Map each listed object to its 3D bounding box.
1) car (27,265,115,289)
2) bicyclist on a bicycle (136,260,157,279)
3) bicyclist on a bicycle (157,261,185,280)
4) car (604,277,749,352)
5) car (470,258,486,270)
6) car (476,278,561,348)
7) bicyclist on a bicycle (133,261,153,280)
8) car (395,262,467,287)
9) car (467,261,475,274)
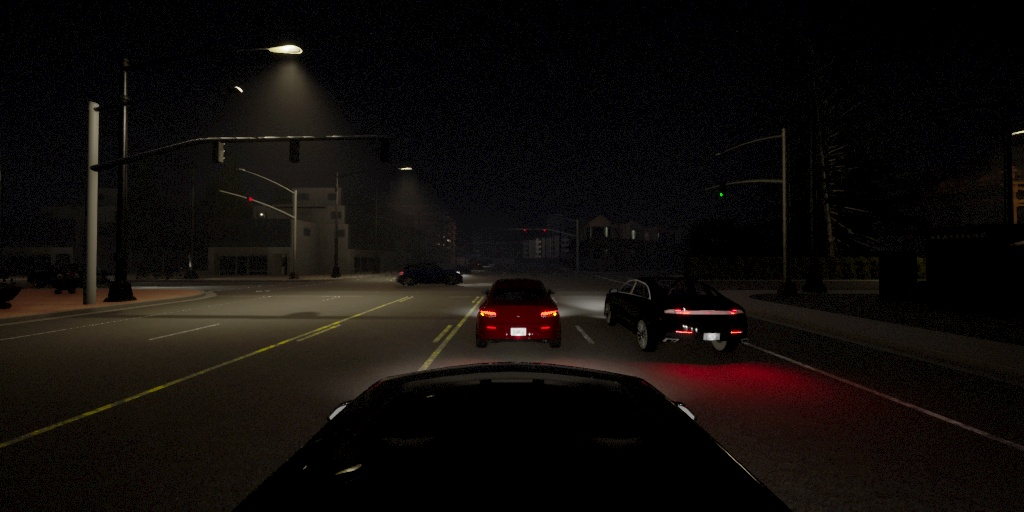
[{"bbox_3d":[-28.319,1.319,23.351,4.902,1.511,2.128,0,-1,1],"label":"car"},{"bbox_3d":[-31.232,1.176,31.240,1.656,1.620,0.582,19,9,-27],"label":"bicyclist on a bicycle"},{"bbox_3d":[-29.295,1.231,31.027,1.656,1.620,0.582,1,-1,-22],"label":"bicyclist on a bicycle"},{"bbox_3d":[3.654,1.250,8.904,2.128,1.511,4.902,0,0,1],"label":"car"},{"bbox_3d":[-6.325,1.342,61.988,2.150,2.045,5.566,0,0,1],"label":"car"},{"bbox_3d":[0.163,1.288,9.149,1.812,1.442,4.674,0,0,1],"label":"car"},{"bbox_3d":[-32.659,1.245,31.745,1.656,1.620,0.582,0,0,19],"label":"bicyclist on a bicycle"},{"bbox_3d":[-5.865,1.229,25.563,4.553,1.767,2.097,0,-1,-25],"label":"car"},{"bbox_3d":[-6.547,1.695,47.286,1.895,1.301,4.718,0,0,2],"label":"car"}]
